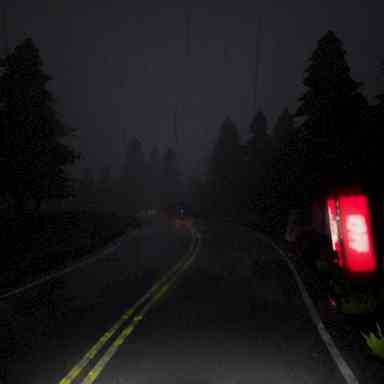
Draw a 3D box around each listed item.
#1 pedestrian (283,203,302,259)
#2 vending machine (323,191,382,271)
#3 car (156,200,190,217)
[{"bbox_3d":[3.331,1.228,10.994,0.375,1.860,0.375,5,-4,8],"label":"pedestrian"},{"bbox_3d":[4.566,1.112,9.566,1.100,2.100,0.880,-6,-6,9],"label":"vending machine"},{"bbox_3d":[-1.852,1.448,30.632,2.128,1.511,4.902,3,-2,-24],"label":"car"}]
